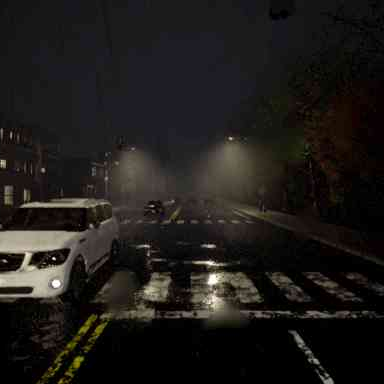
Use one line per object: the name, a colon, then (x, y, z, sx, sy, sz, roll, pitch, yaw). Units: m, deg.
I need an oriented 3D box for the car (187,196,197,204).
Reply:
car: (-0.057, 1.577, 64.460, 1.895, 1.301, 4.718, 0, 0, 0)

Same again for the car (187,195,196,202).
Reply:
car: (-0.168, 1.511, 74.659, 2.033, 1.411, 5.357, 0, 0, 0)

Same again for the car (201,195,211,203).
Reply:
car: (3.072, 1.495, 73.222, 2.128, 1.511, 4.902, 0, 0, 0)

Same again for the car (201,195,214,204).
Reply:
car: (3.199, 1.577, 63.217, 1.895, 1.301, 4.718, 0, 0, 0)

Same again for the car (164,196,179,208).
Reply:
car: (-3.461, 1.334, 48.027, 2.097, 1.767, 4.553, 0, 0, 0)

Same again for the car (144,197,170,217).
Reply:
car: (-3.428, 1.495, 31.670, 1.837, 1.490, 4.892, 0, 0, 0)

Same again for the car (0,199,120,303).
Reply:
car: (-3.370, 1.220, 8.543, 2.150, 2.045, 5.566, 0, 0, 0)
